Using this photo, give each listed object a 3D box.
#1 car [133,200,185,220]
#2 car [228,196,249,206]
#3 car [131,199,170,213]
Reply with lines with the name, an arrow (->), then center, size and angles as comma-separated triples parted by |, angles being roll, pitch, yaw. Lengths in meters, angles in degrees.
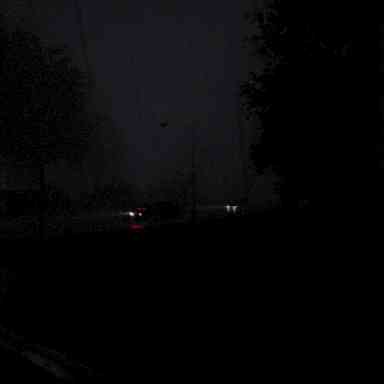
car -> -2.604, 1.506, 28.365 | 1.837, 1.490, 4.892 | 0, 0, 38
car -> 7.437, 1.378, 53.270 | 2.128, 1.511, 4.902 | 0, 0, 35
car -> -4.630, 1.548, 37.284 | 1.994, 1.385, 4.181 | 0, 0, 38
